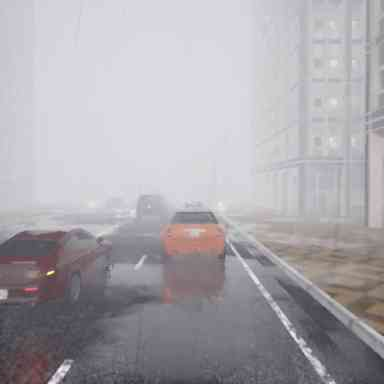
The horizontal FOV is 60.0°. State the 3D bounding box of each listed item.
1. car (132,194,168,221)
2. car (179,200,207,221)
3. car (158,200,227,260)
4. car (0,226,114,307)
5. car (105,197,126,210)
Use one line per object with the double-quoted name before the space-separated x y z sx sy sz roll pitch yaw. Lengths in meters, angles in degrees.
"car" -3.169 1.195 27.157 2.150 2.045 5.566 0 0 0
"car" 0.084 1.465 28.102 2.128 1.511 4.902 0 0 0
"car" 0.083 1.343 12.574 2.097 1.767 4.553 0 0 0
"car" -3.188 1.519 7.816 1.812 1.442 4.674 0 0 0
"car" -9.840 1.460 42.929 1.837 1.490 4.892 0 0 0
